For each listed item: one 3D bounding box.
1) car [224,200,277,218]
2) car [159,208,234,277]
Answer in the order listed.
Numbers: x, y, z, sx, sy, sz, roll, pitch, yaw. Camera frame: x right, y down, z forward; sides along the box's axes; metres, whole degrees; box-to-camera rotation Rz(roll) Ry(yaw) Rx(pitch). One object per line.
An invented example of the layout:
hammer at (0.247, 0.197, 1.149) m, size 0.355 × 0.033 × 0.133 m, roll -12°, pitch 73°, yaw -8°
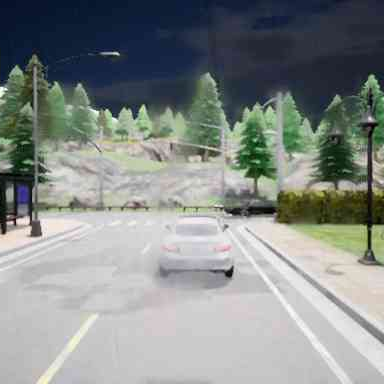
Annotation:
car at (4.940, 1.254, 25.280) m, size 4.718 × 1.301 × 1.895 m, roll 0°, pitch 1°, yaw -14°
car at (0.136, 1.388, 9.651) m, size 1.812 × 1.442 × 4.674 m, roll 0°, pitch 1°, yaw 1°
